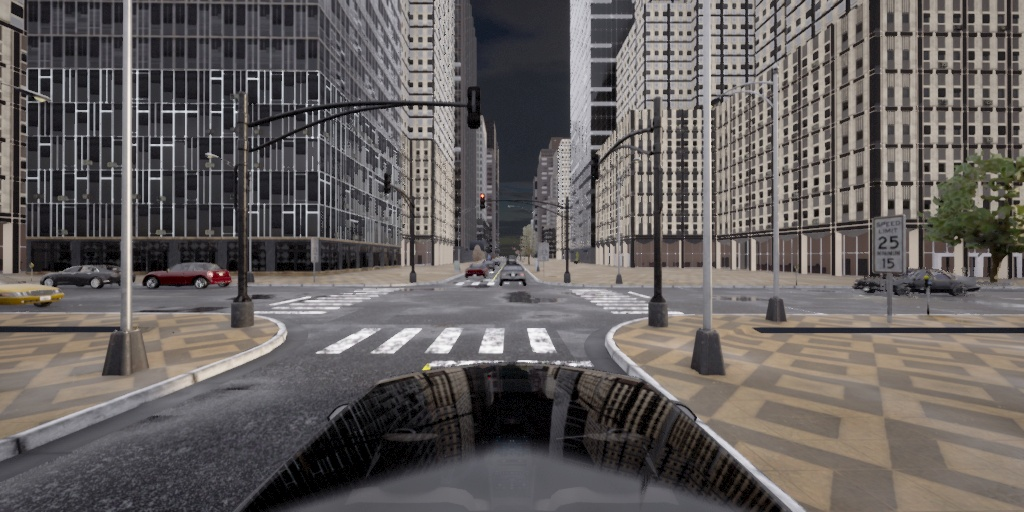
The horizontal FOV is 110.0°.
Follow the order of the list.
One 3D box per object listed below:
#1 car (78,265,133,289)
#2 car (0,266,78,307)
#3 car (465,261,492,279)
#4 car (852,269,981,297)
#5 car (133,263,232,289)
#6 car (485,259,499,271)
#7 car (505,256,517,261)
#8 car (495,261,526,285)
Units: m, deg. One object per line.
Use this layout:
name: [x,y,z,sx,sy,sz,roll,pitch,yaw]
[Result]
car: [-24.927,1.188,21.138,4.403,1.370,2.007,0,0,-1]
car: [-18.922,1.164,12.639,4.829,1.417,1.751,0,0,-1]
car: [-3.163,1.347,32.623,1.895,1.301,4.718,0,0,0]
car: [21.690,1.408,19.311,5.357,1.411,2.033,0,0,-1]
car: [-19.251,1.110,21.273,4.097,1.591,1.967,0,0,-1]
car: [-3.194,1.289,48.331,2.033,1.411,5.357,0,0,0]
car: [-0.130,1.216,63.111,1.882,1.535,5.008,0,0,0]
car: [0.055,1.300,26.241,2.033,1.411,5.357,0,0,0]
